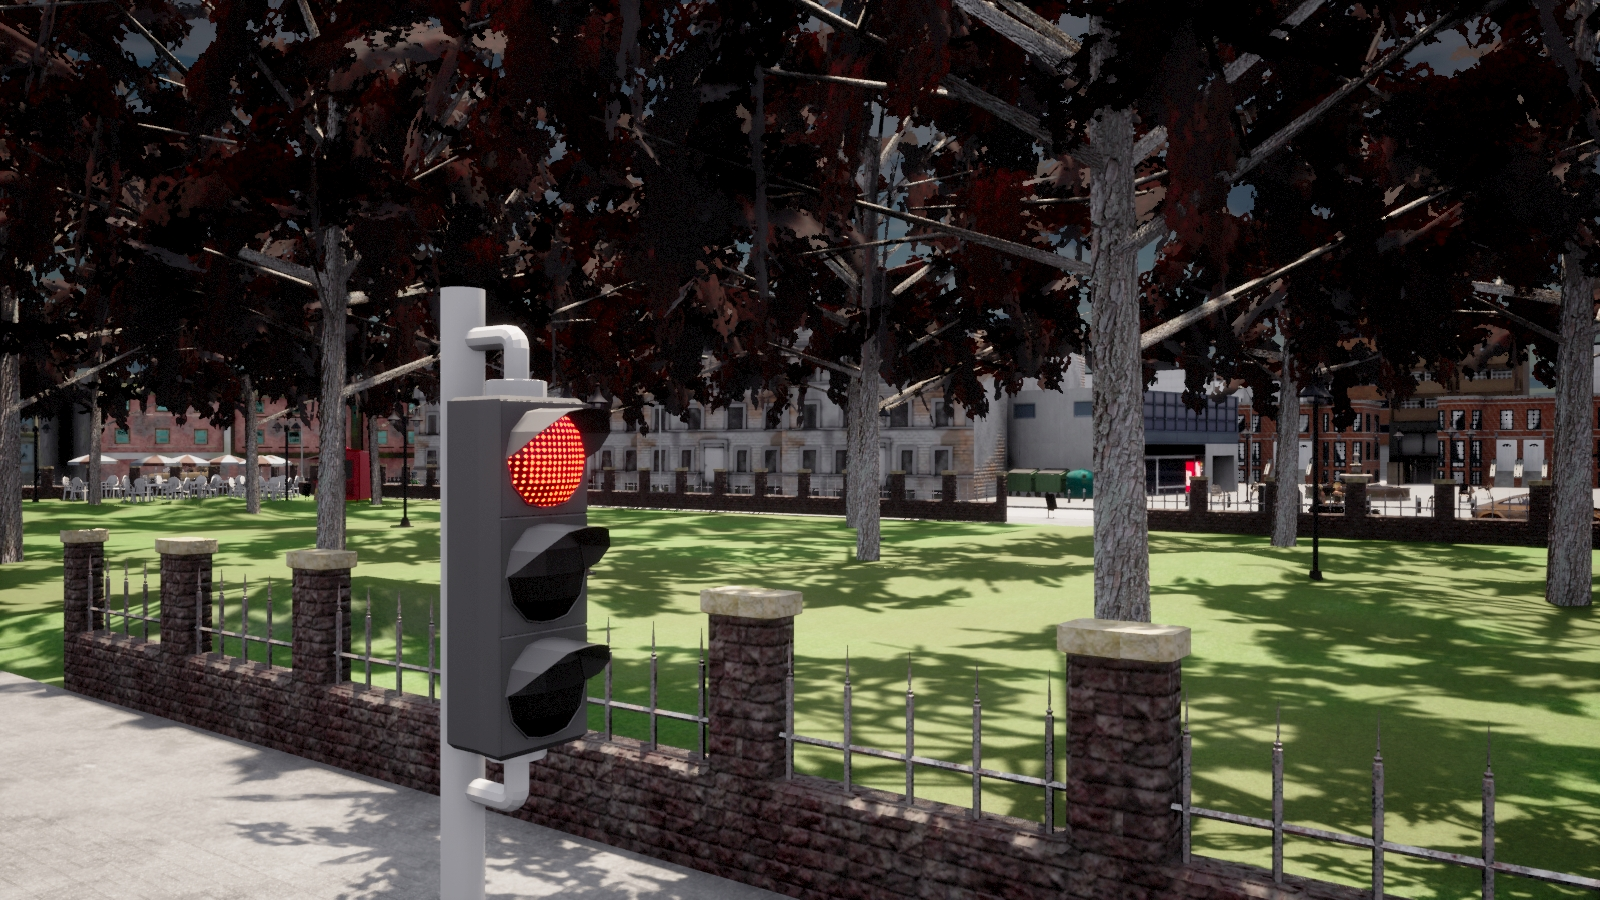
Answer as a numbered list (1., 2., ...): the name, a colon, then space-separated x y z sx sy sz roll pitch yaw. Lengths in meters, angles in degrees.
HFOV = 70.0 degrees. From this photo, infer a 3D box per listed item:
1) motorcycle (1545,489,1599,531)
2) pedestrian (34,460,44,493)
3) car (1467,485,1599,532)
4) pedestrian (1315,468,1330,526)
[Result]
1. motorcycle: 25.489 1.950 36.881 2.356 1.277 0.764 0 0 36
2. pedestrian: -43.212 1.525 64.847 0.375 1.860 0.375 0 0 36
3. car: 24.491 1.899 37.604 4.181 1.385 1.994 0 0 37
4. pedestrian: 16.978 1.523 37.127 0.375 1.860 0.375 0 0 36
